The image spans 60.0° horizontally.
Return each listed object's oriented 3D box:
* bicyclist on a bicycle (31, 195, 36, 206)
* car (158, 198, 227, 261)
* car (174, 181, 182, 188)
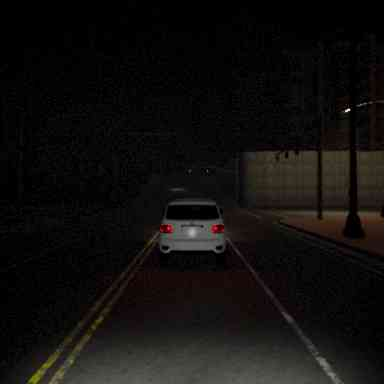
[{"bbox_3d":[-25.256,1.353,52.881,0.582,1.620,1.656,0,0,0],"label":"bicyclist on a bicycle"},{"bbox_3d":[0.032,1.236,12.400,2.150,2.045,5.566,0,0,1],"label":"car"},{"bbox_3d":[-3.491,-1.998,81.246,2.033,1.411,5.357,0,12,0],"label":"car"}]
